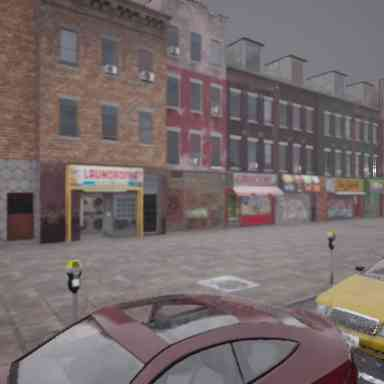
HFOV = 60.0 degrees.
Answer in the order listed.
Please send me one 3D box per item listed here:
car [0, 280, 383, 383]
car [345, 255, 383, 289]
[{"bbox_3d":[-0.362,1.586,2.554,4.206,1.307,1.802,0,0,-36],"label":"car"},{"bbox_3d":[3.937,1.551,5.625,4.829,1.417,1.752,0,0,-36],"label":"car"}]
